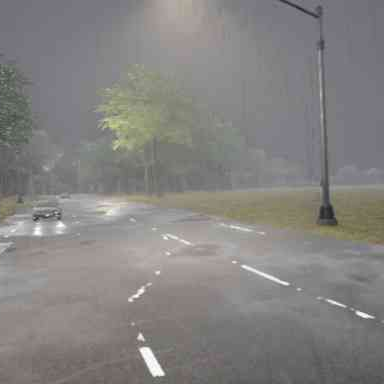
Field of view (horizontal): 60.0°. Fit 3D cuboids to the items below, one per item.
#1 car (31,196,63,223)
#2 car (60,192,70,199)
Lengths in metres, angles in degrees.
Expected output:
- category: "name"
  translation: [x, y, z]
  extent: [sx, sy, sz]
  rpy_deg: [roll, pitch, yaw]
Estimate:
- category: "car"
  translation: [-10.947, 1.370, 25.267]
  extent: [1.837, 1.490, 4.892]
  rpy_deg: [-3, 2, -22]
- category: "car"
  translation: [-28.279, 0.820, 73.894]
  extent: [2.033, 1.411, 5.357]
  rpy_deg: [-3, 2, -15]
